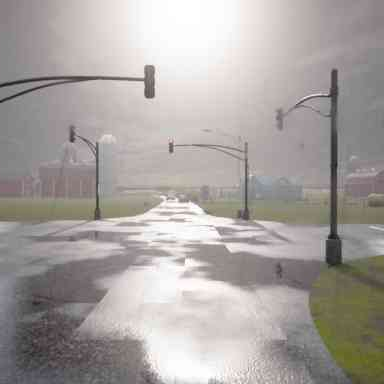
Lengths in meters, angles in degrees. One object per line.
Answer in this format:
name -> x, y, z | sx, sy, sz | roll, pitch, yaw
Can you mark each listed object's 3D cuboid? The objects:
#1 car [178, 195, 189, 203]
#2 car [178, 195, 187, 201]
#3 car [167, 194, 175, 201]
car -> -1.721, 1.624, 69.967 | 1.895, 1.301, 4.718 | 0, 0, -3
car -> -2.332, 1.464, 79.951 | 1.837, 1.490, 4.892 | 0, 0, -4
car -> -4.708, 1.182, 73.967 | 1.812, 1.442, 4.674 | 0, 0, -3
